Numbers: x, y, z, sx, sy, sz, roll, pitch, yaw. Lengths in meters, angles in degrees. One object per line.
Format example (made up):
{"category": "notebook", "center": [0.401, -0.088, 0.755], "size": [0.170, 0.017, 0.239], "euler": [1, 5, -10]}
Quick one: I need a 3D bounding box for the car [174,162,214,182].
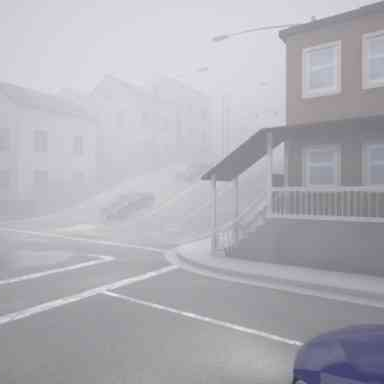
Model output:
{"category": "car", "center": [0.176, -2.049, 32.366], "size": [1.895, 1.301, 4.718], "euler": [0, 18, 35]}

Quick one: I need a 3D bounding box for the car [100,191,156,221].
{"category": "car", "center": [-4.812, 0.895, 25.071], "size": [2.128, 1.511, 4.902], "euler": [0, 15, 35]}

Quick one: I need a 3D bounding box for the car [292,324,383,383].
{"category": "car", "center": [2.931, 1.526, 1.873], "size": [4.674, 1.442, 1.812], "euler": [0, 0, 36]}
